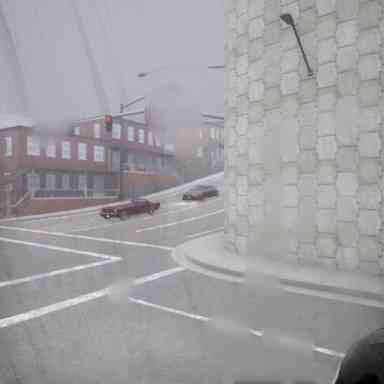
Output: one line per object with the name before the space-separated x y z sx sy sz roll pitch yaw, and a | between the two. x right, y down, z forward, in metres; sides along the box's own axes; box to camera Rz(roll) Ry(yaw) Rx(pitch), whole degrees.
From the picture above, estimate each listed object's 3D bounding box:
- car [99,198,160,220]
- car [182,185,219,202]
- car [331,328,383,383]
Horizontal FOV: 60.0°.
car | -4.560 1.187 24.729 1.895 1.301 4.718 0 5 35
car | 0.842 0.032 32.358 1.994 1.385 4.181 0 9 35
car | 3.308 1.492 1.604 4.902 1.511 2.128 0 0 36
